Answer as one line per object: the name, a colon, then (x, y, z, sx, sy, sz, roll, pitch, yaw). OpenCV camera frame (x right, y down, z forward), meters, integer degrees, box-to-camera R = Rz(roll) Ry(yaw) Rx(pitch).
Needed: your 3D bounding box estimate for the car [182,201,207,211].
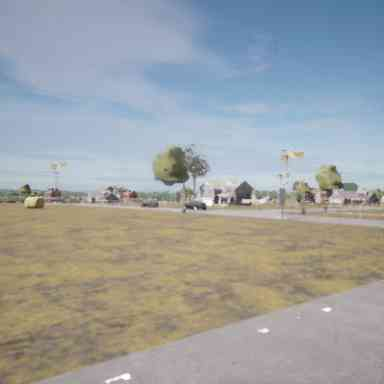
car: (0.372, 2.103, 51.791, 1.837, 1.490, 4.892, 0, 0, -35)

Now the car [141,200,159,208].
car: (-8.122, 2.280, 63.624, 2.128, 1.511, 4.902, 0, -1, -36)
